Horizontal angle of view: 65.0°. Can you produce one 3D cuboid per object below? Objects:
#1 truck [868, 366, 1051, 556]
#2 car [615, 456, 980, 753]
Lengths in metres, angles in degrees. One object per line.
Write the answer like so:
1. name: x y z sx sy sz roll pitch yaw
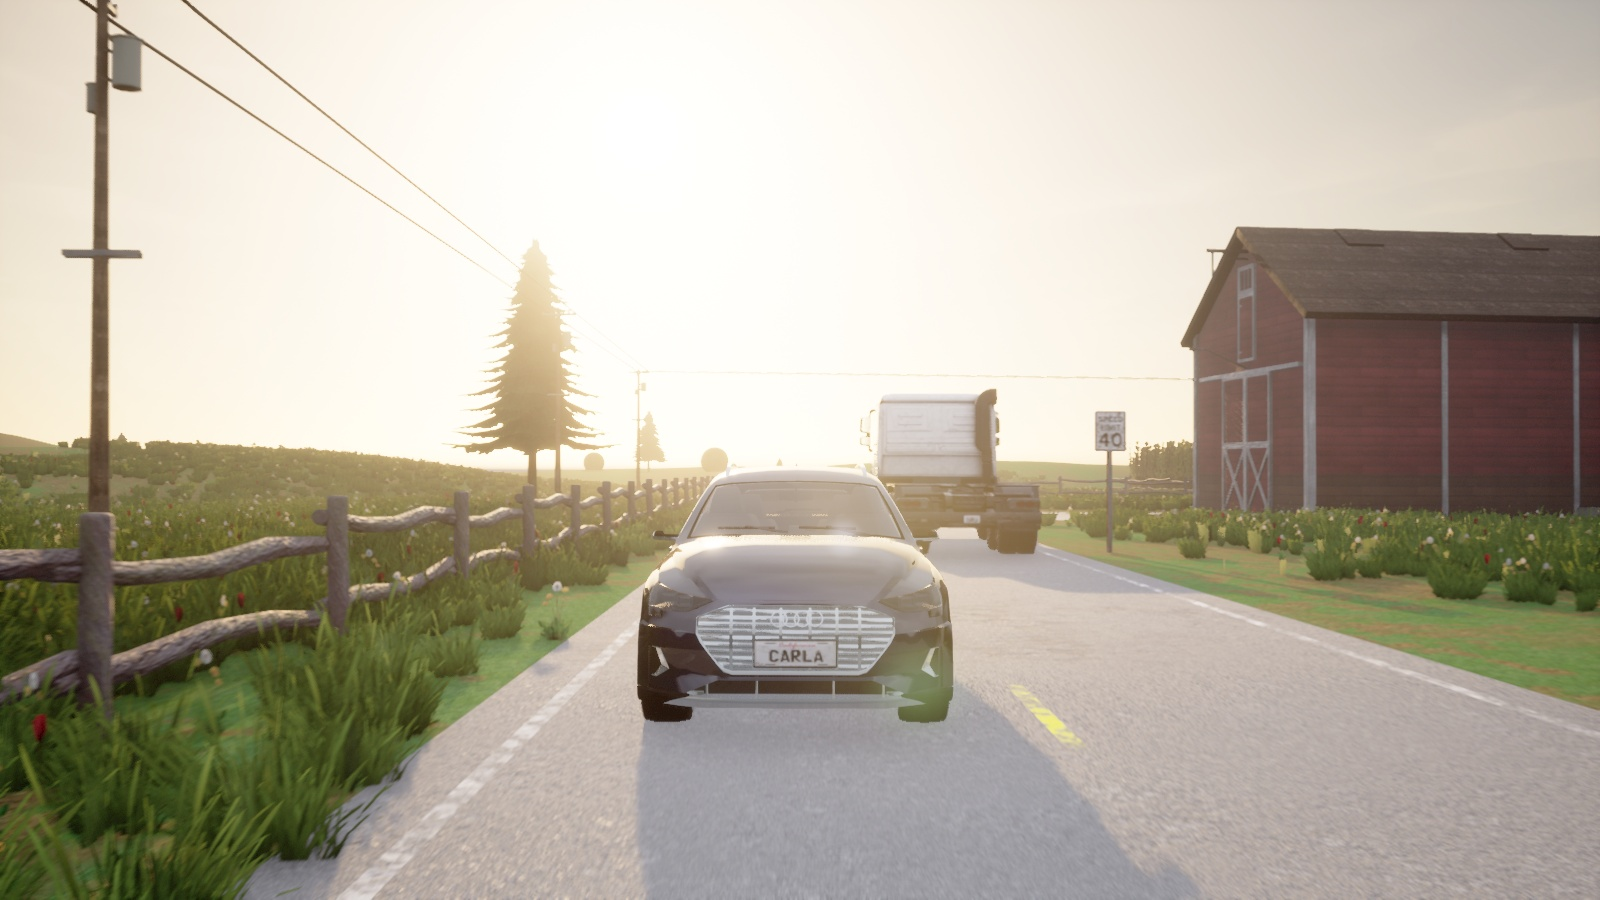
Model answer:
1. truck: 3.130 0.271 26.940 2.891 3.462 7.936 0 -1 0
2. car: -0.024 0.903 9.440 2.033 1.649 4.856 0 -1 0
